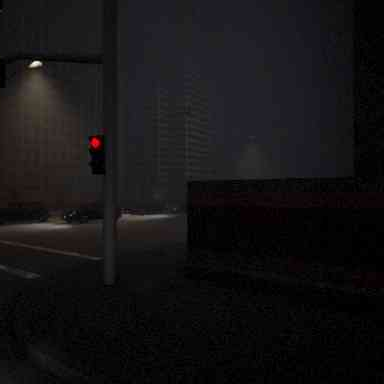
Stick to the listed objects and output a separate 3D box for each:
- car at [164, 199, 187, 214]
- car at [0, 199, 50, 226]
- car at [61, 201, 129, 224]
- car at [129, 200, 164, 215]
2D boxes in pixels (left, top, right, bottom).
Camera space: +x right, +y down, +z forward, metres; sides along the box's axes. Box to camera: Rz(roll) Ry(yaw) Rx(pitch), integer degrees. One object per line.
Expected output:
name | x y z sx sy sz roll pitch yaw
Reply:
car | -0.244 1.491 35.128 2.128 1.511 4.902 0 0 36
car | -12.724 1.352 23.854 2.097 1.767 4.553 0 0 36
car | -7.461 1.505 25.179 1.837 1.490 4.892 0 0 36
car | -4.785 1.547 34.835 2.033 1.411 5.357 0 0 36
